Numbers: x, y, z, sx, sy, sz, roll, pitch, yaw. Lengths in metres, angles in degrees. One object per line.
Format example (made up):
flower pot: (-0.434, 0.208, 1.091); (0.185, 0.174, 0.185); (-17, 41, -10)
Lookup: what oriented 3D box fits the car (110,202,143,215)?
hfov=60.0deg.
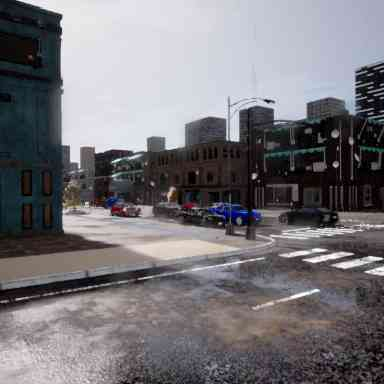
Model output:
car: (-8.343, 1.989, 41.915); (2.033, 1.411, 5.357); (-1, 0, -35)

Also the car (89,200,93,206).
car: (-19.701, 2.228, 67.851); (1.887, 1.381, 4.507); (-1, 0, -35)

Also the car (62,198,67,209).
car: (-23.223, 2.233, 58.344); (1.752, 1.417, 4.829); (-1, 0, -35)

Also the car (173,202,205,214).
car: (-0.454, 1.904, 40.786); (1.802, 1.307, 4.206); (-2, 0, -35)

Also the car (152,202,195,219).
car: (-2.212, 1.814, 33.282); (2.128, 1.511, 4.902); (-1, 0, -35)

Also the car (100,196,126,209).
car: (-12.077, 1.749, 52.661); (2.150, 2.045, 5.566); (-1, -1, -35)

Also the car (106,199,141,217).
car: (-7.285, 1.846, 35.928); (1.967, 1.590, 4.097); (-1, 0, -35)

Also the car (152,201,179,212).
car: (-3.661, 1.966, 45.297); (1.802, 1.307, 4.206); (-2, 0, -35)

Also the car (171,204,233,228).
car: (0.660, 1.814, 24.549); (1.947, 1.339, 4.313); (-2, 0, -35)

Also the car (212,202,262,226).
car: (3.187, 1.693, 25.685); (1.882, 1.535, 5.008); (-1, 0, -36)

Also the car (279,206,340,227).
car: (8.351, 1.695, 23.926); (1.994, 1.385, 4.181); (-1, 0, -39)

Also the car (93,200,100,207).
car: (-16.498, 1.940, 63.340); (2.192, 1.841, 5.009); (-1, 0, -35)

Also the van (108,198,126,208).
van: (-13.290, 1.907, 58.829); (1.690, 1.788, 3.998); (-1, 0, -35)
